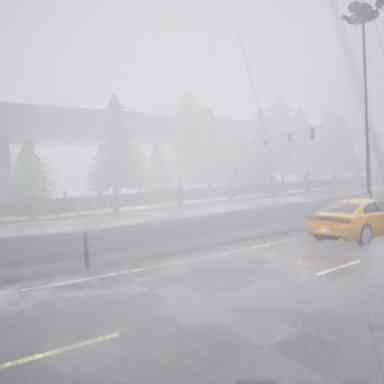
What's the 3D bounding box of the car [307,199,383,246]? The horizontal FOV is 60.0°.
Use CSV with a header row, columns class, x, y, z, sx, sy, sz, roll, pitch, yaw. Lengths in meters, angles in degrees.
class,x,y,z,sx,sy,sz,roll,pitch,yaw
car,6.528,0.986,12.838,5.008,1.535,1.882,-5,3,-35
